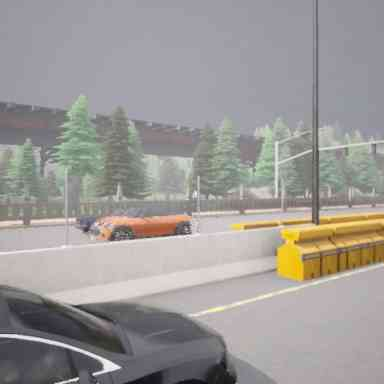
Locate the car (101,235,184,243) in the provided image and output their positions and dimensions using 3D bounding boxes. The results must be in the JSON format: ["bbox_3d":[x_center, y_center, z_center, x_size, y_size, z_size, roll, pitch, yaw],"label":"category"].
[{"bbox_3d":[-2.311,1.350,15.217,4.553,1.767,2.097,0,0,-35],"label":"car"}]

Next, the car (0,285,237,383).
[{"bbox_3d":[-1.817,1.503,2.447,4.892,1.490,1.837,1,0,-36],"label":"car"}]
